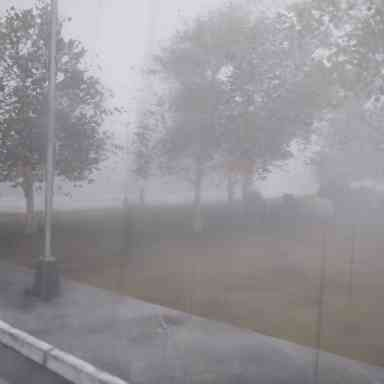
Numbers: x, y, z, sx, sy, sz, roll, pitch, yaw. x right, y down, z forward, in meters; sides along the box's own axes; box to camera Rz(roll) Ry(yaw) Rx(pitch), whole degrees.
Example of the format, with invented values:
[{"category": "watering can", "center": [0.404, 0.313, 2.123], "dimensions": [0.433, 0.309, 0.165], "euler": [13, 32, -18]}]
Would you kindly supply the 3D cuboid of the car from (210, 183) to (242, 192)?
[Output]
[{"category": "car", "center": [5.664, -0.786, 53.513], "dimensions": [5.357, 1.411, 2.033], "euler": [-2, 3, -26]}]
